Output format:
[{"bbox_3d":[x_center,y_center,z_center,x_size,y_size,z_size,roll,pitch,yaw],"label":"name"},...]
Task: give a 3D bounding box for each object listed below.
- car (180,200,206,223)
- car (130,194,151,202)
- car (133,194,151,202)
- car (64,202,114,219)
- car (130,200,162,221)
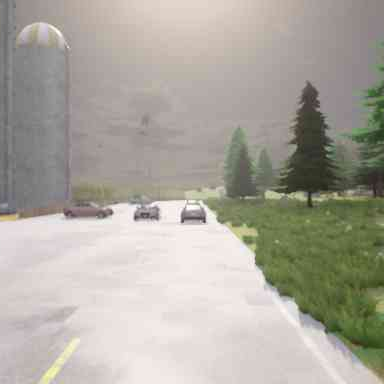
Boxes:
[{"bbox_3d":[0.113,1.608,26.392,1.994,1.385,4.181,0,0,0],"label":"car"},{"bbox_3d":[-9.495,1.586,62.316,3.988,1.617,1.851,0,0,-1],"label":"car"},{"bbox_3d":[-11.838,1.488,79.164,3.866,1.878,1.905,0,0,-31],"label":"car"},{"bbox_3d":[-9.036,1.599,29.307,4.181,1.381,1.994,0,0,-1],"label":"car"},{"bbox_3d":[-3.568,1.609,27.311,1.994,1.385,4.181,0,0,0],"label":"car"}]
